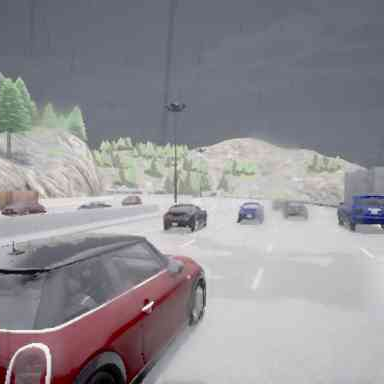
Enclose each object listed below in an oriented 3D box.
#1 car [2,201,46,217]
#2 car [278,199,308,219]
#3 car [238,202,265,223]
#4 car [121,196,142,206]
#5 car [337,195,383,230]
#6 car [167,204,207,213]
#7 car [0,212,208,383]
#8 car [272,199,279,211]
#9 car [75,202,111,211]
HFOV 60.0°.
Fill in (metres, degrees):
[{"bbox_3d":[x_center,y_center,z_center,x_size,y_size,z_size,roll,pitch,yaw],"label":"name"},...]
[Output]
[{"bbox_3d":[-15.809,1.562,31.499,1.994,1.385,4.181,0,0,12],"label":"car"},{"bbox_3d":[8.925,1.546,28.994,2.033,1.411,5.357,0,0,12],"label":"car"},{"bbox_3d":[4.553,1.524,25.492,1.812,1.442,4.674,0,0,13],"label":"car"},{"bbox_3d":[-9.068,1.348,50.230,2.097,1.767,4.553,0,0,6],"label":"car"},{"bbox_3d":[10.651,1.221,20.804,2.150,2.045,5.566,0,0,14],"label":"car"},{"bbox_3d":[-0.295,1.503,20.379,1.837,1.490,4.892,0,0,15],"label":"car"},{"bbox_3d":[-1.289,1.352,4.547,2.097,1.767,4.553,0,0,17],"label":"car"},{"bbox_3d":[11.021,1.546,41.157,2.033,1.411,5.357,0,0,7],"label":"car"},{"bbox_3d":[-8.926,1.562,30.235,1.994,1.385,4.181,0,0,12],"label":"car"}]
